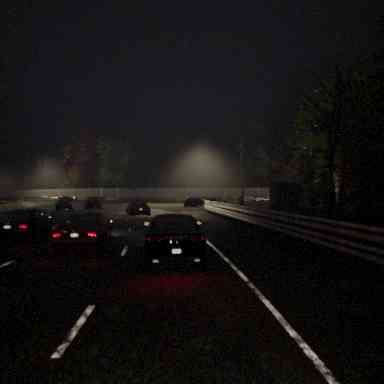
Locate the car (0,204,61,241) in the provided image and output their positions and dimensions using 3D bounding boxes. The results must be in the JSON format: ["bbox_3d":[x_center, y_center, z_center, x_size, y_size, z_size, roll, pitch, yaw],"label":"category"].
[{"bbox_3d":[-8.500,1.584,17.005,2.033,1.411,5.357,0,0,-10],"label":"car"}]

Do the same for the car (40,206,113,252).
[{"bbox_3d":[-4.500,1.569,14.167,2.033,1.411,5.357,0,0,-8],"label":"car"}]

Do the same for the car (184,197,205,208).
[{"bbox_3d":[0.455,1.495,48.825,1.882,1.535,5.008,-1,0,21],"label":"car"}]

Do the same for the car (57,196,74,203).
[{"bbox_3d":[-28.177,1.607,74.042,1.882,1.535,5.008,0,0,-41],"label":"car"}]

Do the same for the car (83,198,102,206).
[{"bbox_3d":[-13.278,1.542,44.212,1.882,1.535,5.008,0,0,-24],"label":"car"}]

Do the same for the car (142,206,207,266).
[{"bbox_3d":[-0.650,1.484,11.649,1.882,1.535,5.008,0,0,-5],"label":"car"}]

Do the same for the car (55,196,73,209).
[{"bbox_3d":[-16.875,1.641,43.668,1.994,1.385,4.181,0,0,-24],"label":"car"}]

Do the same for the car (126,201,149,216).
[{"bbox_3d":[-5.430,1.596,33.205,1.994,1.385,4.181,0,0,-18],"label":"car"}]
